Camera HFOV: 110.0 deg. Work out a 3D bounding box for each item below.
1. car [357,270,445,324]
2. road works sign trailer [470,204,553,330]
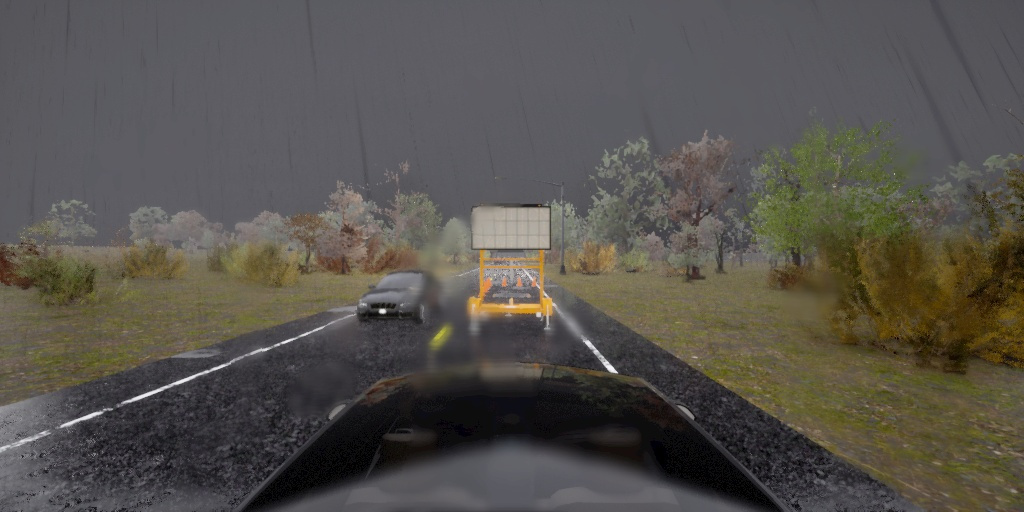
[{"bbox_3d":[-3.508,1.254,12.141,1.837,1.490,4.892,0,0,0],"label":"car"},{"bbox_3d":[-0.008,0.214,11.042,2.380,3.560,2.880,0,0,0],"label":"road works sign trailer"}]
